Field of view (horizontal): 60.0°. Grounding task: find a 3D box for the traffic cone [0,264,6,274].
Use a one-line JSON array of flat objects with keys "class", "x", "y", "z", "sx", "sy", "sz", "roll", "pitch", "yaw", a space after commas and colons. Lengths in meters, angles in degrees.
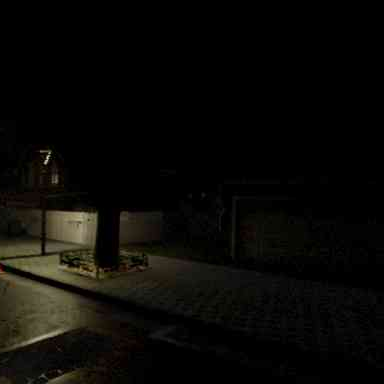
[{"class": "traffic cone", "x": -5.694, "y": 2.079, "z": 9.719, "sx": 0.340, "sy": 0.580, "sz": 0.340, "roll": 0, "pitch": -1, "yaw": 36}]
